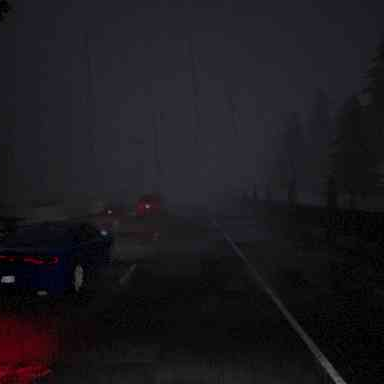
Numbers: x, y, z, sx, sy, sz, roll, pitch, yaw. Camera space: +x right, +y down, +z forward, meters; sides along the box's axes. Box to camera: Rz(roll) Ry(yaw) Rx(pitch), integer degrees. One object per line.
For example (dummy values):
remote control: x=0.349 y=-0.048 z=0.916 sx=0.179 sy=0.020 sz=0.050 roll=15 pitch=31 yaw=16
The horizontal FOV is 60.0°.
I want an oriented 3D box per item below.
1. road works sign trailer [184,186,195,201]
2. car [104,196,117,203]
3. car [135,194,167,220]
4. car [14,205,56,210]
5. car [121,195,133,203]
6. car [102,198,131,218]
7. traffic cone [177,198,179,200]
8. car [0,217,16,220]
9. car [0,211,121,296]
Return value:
road works sign trailer: x=-0.693 y=0.447 z=80.386 sx=2.380 sy=3.560 sz=2.880 roll=0 pitch=0 yaw=-10
car: x=-17.652 y=1.534 z=72.132 sx=1.994 sy=1.385 sz=4.181 roll=0 pitch=0 yaw=-1
car: x=-3.402 y=1.215 z=28.321 sx=2.150 sy=2.045 sz=5.566 roll=0 pitch=0 yaw=0
car: x=-14.095 y=1.485 z=30.462 sx=2.128 sy=1.511 sz=4.902 roll=0 pitch=0 yaw=0
car: x=-14.168 y=1.498 z=72.465 sx=1.812 sy=1.442 sz=4.674 roll=0 pitch=0 yaw=-1
car: x=-6.914 y=1.519 z=30.324 sx=1.812 sy=1.442 sz=4.674 roll=0 pitch=0 yaw=0
traffic cone: x=-3.322 y=1.936 z=87.042 sx=0.340 sy=0.580 sz=0.340 roll=0 pitch=0 yaw=-10
car: x=-6.903 y=1.598 z=12.527 sx=1.895 sy=1.301 sz=4.718 roll=0 pitch=0 yaw=0
car: x=-3.410 y=1.476 z=8.678 sx=1.882 sy=1.535 sz=5.008 roll=0 pitch=0 yaw=0
